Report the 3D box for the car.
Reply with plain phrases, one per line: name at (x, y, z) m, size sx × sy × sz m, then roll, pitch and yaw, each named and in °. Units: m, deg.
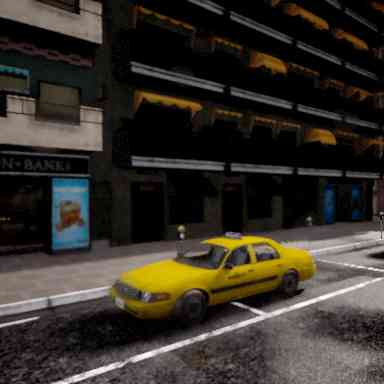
car at (0.702, 1.582, 7.133) m, size 4.829 × 1.417 × 1.752 m, roll 0°, pitch -1°, yaw -36°
